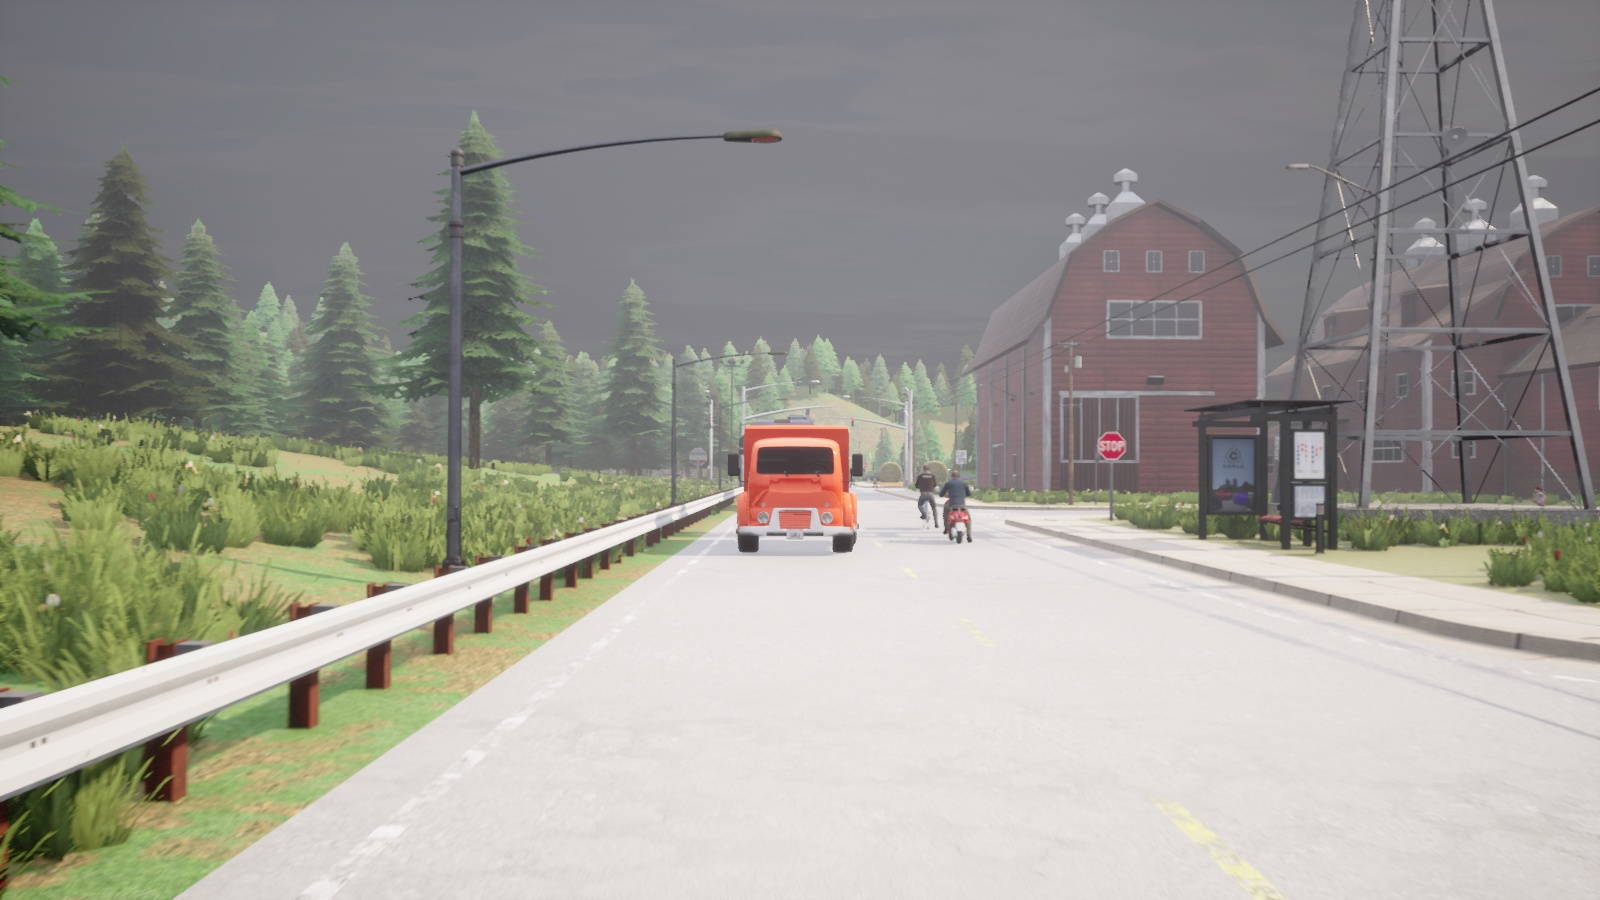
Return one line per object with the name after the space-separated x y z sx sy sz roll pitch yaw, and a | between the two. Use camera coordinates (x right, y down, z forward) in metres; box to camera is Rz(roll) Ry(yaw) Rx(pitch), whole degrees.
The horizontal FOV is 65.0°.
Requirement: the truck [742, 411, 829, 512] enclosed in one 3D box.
-0.464 0.521 51.996 2.891 3.827 8.468 0 -1 4 | truck

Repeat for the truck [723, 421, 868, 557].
-0.064 0.752 25.378 2.627 2.467 5.204 0 -1 0 | truck

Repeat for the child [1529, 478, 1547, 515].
22.244 1.394 37.849 0.394 1.110 0.255 -1 -1 20 | child

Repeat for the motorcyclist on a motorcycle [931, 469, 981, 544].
3.433 1.218 27.741 0.866 1.590 1.817 0 -1 0 | motorcyclist on a motorcycle
